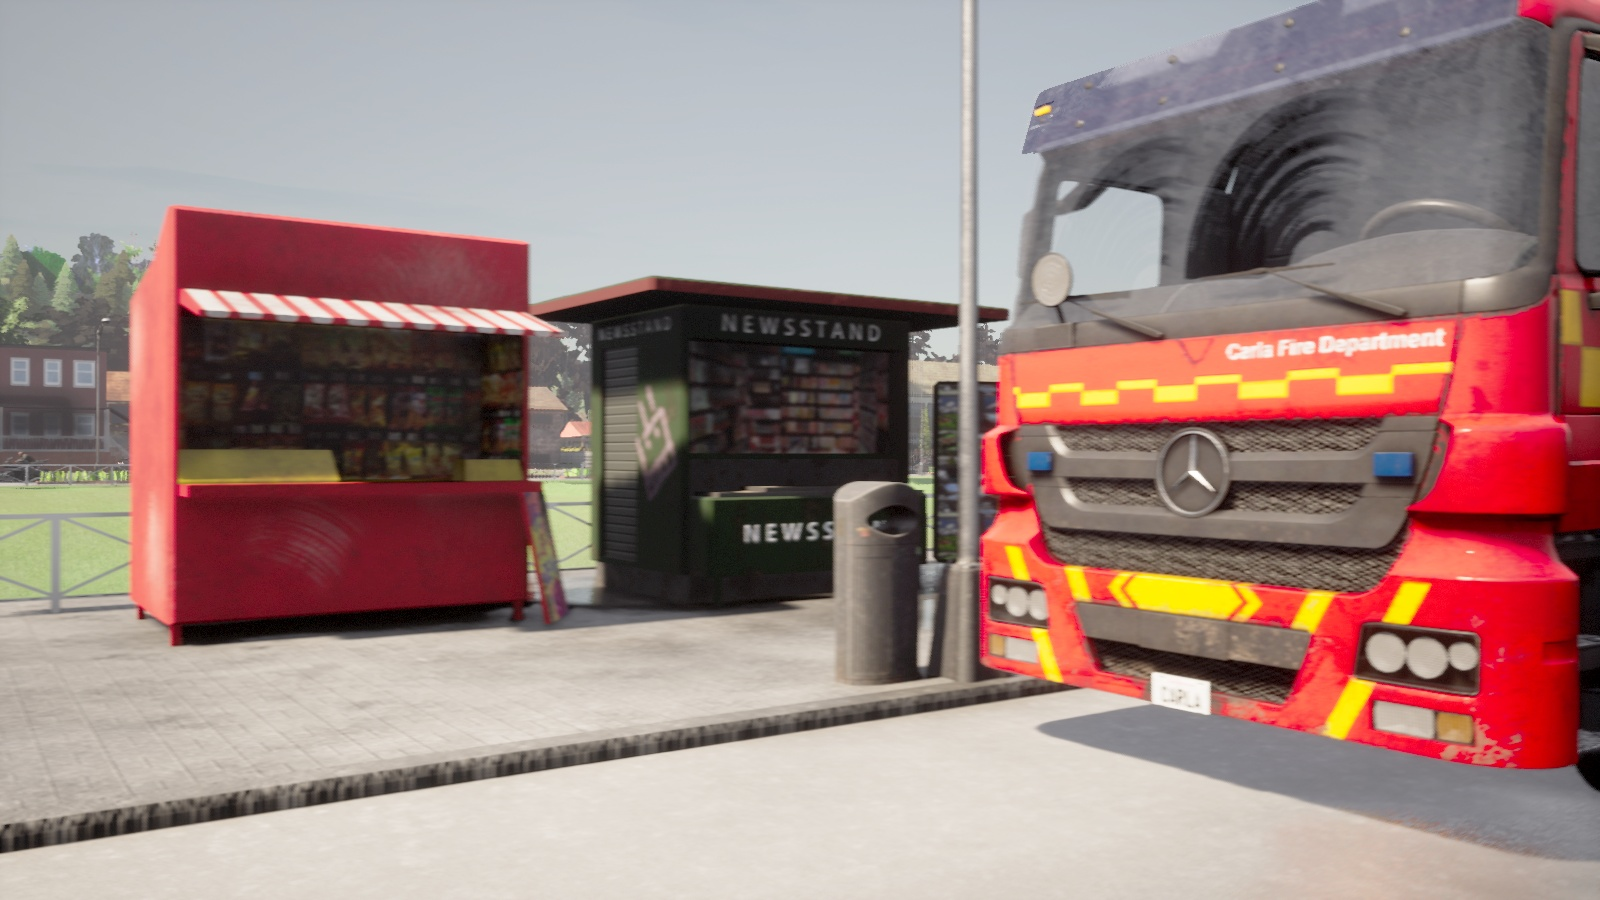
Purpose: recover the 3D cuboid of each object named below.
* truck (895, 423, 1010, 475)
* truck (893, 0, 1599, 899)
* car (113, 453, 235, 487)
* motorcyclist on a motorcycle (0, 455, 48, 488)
[{"bbox_3d":[10.585,-0.047,86.805,7.936,3.462,2.891,0,0,-35],"label":"truck"},{"bbox_3d":[4.779,-0.411,7.600,8.468,3.827,2.891,0,0,-35],"label":"truck"},{"bbox_3d":[-29.380,0.908,58.996,4.902,1.511,2.128,0,0,-35],"label":"car"},{"bbox_3d":[-36.568,1.002,58.868,2.191,1.530,0.866,0,0,-35],"label":"motorcyclist on a motorcycle"}]
